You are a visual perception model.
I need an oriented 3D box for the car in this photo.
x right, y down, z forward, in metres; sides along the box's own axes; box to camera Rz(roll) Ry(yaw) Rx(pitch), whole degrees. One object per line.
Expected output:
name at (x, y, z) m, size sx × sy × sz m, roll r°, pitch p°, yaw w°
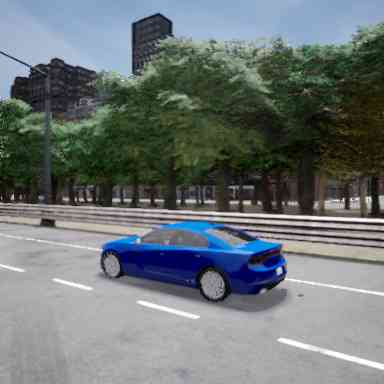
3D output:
car at (-0.209, 1.495, 8.317) m, size 5.008 × 1.535 × 1.882 m, roll 0°, pitch 0°, yaw 36°
